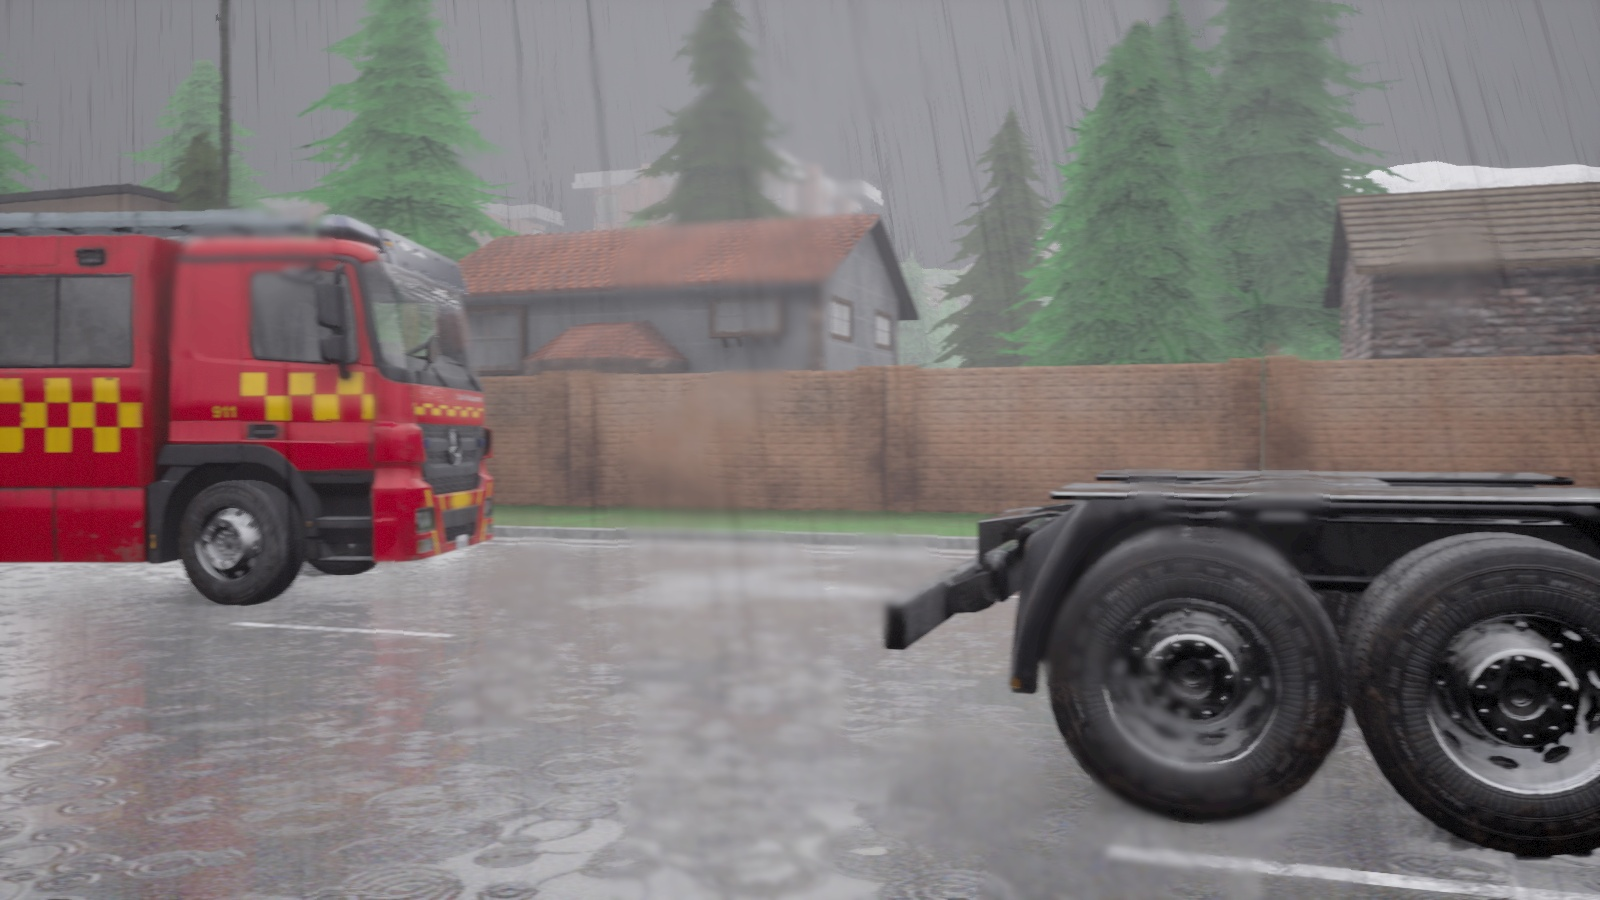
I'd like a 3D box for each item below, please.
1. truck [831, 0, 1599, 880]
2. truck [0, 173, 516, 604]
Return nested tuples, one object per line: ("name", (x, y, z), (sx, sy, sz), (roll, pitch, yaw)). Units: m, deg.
("truck", (4.361, -0.225, 5.404), (7.936, 3.462, 2.891), (1, 1, 19))
("truck", (-7.460, -0.571, 12.756), (8.468, 3.827, 2.891), (0, 1, 2))
